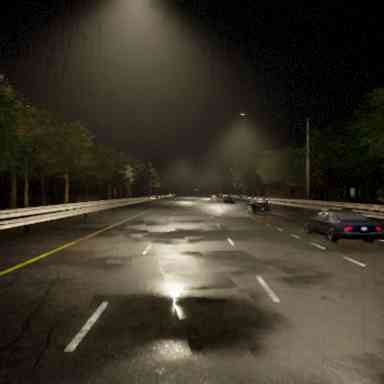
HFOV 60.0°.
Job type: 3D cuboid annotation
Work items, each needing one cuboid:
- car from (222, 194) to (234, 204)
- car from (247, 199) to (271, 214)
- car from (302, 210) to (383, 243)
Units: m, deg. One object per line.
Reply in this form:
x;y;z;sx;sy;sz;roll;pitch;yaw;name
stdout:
7.031;1.598;64.309;1.994;1.385;4.181;0;0;0;car
7.005;1.497;35.063;2.128;1.511;4.902;0;0;0;car
7.002;1.550;16.039;2.033;1.411;5.357;0;0;0;car
